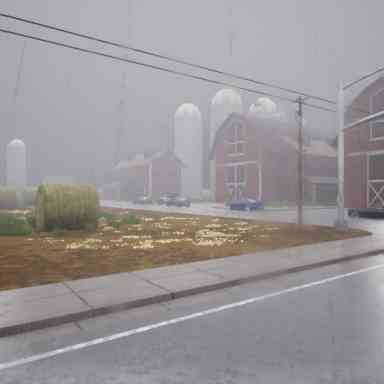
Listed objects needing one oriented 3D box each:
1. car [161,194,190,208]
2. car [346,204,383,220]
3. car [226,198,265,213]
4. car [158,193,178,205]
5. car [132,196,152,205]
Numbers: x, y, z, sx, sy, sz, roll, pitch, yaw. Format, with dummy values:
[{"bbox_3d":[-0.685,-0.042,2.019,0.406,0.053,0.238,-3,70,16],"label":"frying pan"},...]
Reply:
[{"bbox_3d":[-2.097,1.472,48.248,1.812,1.442,4.674,0,1,-37],"label":"car"},{"bbox_3d":[14.601,1.573,25.743,1.895,1.301,4.718,0,0,-37],"label":"car"},{"bbox_3d":[5.901,1.451,37.476,1.882,1.535,5.008,0,0,-36],"label":"car"},{"bbox_3d":[-3.979,1.118,57.640,3.866,1.878,1.905,-2,5,11],"label":"car"},{"bbox_3d":[-8.604,1.489,57.043,1.812,1.442,4.674,0,0,-36],"label":"car"}]
